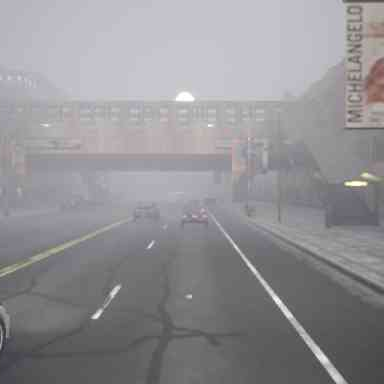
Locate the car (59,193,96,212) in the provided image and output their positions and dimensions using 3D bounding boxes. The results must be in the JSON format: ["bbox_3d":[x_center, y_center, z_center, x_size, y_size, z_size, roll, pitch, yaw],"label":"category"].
[{"bbox_3d":[-13.465,1.168,38.797,2.435,2.045,5.566,0,0,0],"label":"car"}]

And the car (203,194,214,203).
[{"bbox_3d":[3.336,1.259,68.151,2.185,1.767,4.553,0,0,0],"label":"car"}]

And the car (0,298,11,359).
[{"bbox_3d":[-3.385,1.521,2.598,1.812,1.442,4.674,0,0,0],"label":"car"}]

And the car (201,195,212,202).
[{"bbox_3d":[3.214,1.375,74.576,2.097,1.535,5.008,0,0,0],"label":"car"}]

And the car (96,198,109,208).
[{"bbox_3d":[-13.490,1.524,46.193,1.895,1.301,4.718,0,0,0],"label":"car"}]

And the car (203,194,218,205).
[{"bbox_3d":[3.271,1.401,57.376,2.231,1.521,4.892,0,0,10],"label":"car"}]

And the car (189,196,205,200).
[{"bbox_3d":[0.205,1.490,40.222,2.033,1.411,5.357,0,0,0],"label":"car"}]

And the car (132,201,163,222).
[{"bbox_3d":[-3.344,1.455,25.628,2.128,1.511,4.902,0,0,0],"label":"car"}]

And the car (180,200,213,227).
[{"bbox_3d":[0.147,1.515,22.392,2.033,1.411,5.357,0,0,0],"label":"car"}]
